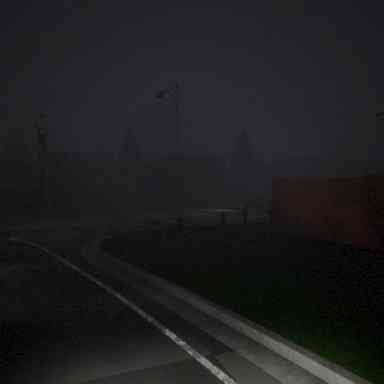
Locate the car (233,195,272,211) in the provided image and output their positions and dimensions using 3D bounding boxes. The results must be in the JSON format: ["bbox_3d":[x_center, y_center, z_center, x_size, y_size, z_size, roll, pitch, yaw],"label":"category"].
[{"bbox_3d":[6.904,1.089,32.022,4.902,1.511,2.128,-1,1,-21],"label":"car"}]

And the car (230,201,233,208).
[{"bbox_3d":[6.409,1.075,35.576,4.892,1.490,1.837,-3,1,-21],"label":"car"}]
